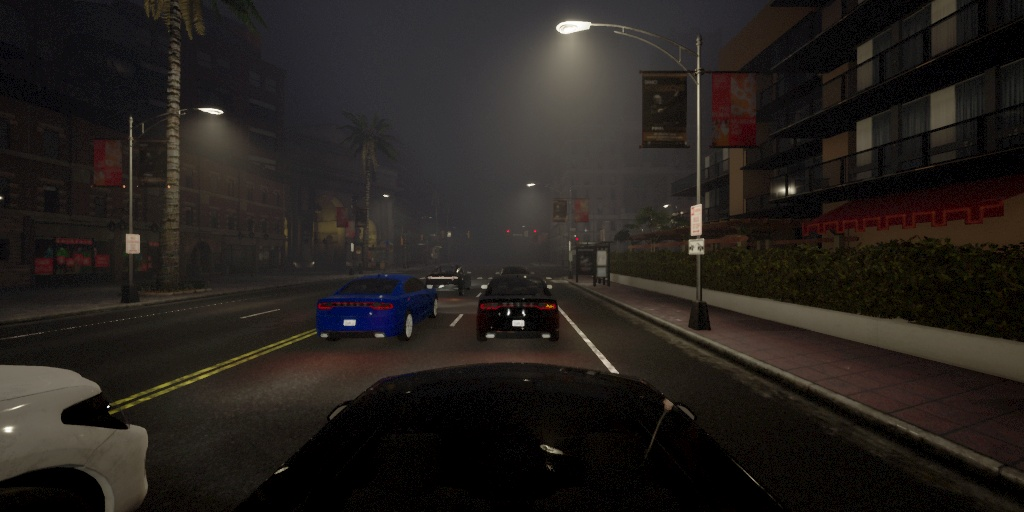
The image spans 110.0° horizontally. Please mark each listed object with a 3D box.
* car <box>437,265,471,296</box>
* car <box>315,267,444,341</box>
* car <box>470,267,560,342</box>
[{"bbox_3d":[-3.334,1.242,19.388,2.128,1.511,4.902,0,0,0],"label":"car"},{"bbox_3d":[-3.360,1.228,9.883,1.882,1.535,5.008,0,0,0],"label":"car"},{"bbox_3d":[0.135,1.228,9.848,1.882,1.535,5.008,0,0,0],"label":"car"}]
